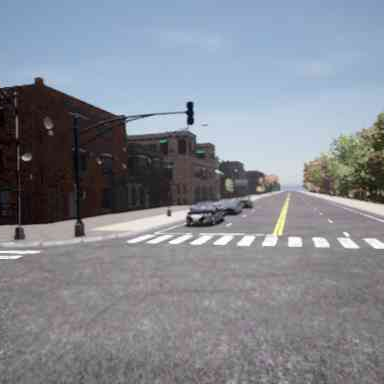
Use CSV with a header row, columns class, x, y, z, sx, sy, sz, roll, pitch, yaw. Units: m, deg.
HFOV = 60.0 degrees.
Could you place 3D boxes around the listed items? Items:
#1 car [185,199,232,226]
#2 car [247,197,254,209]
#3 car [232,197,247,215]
class,x,y,z,sx,sy,sz,roll,pitch,yaw
car,1.017,1.438,23.237,2.128,1.511,4.902,-1,0,18
car,6.658,1.357,42.211,1.994,1.385,4.181,-1,0,18
car,3.801,1.418,32.650,2.033,1.411,5.357,-1,0,17
